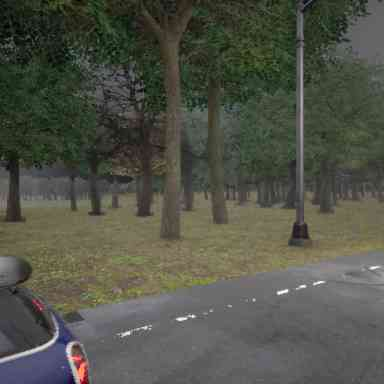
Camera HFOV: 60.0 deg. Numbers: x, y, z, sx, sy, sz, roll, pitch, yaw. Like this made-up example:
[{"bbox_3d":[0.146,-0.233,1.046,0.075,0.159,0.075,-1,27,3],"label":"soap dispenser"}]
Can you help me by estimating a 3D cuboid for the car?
[{"bbox_3d":[-2.948,1.353,1.893,4.553,1.767,2.097,0,0,-35],"label":"car"}]
